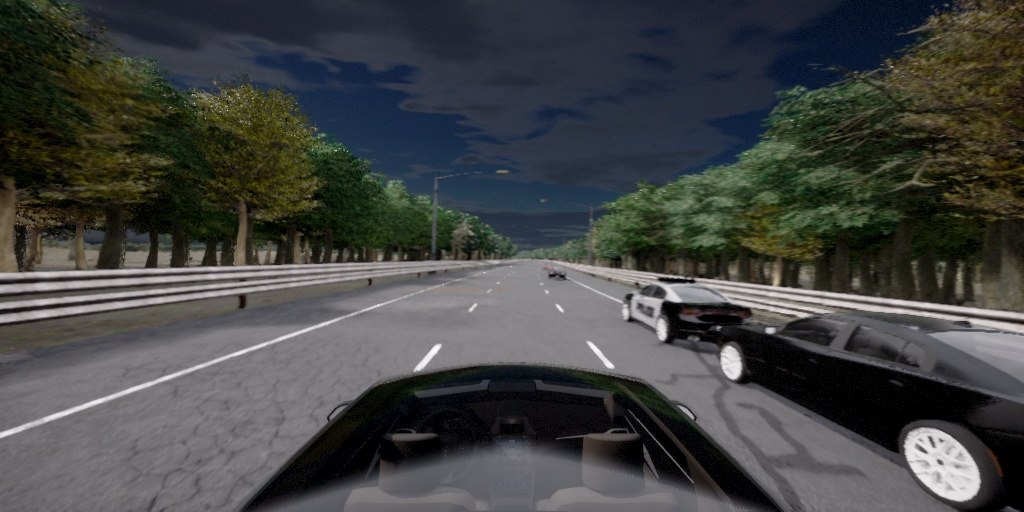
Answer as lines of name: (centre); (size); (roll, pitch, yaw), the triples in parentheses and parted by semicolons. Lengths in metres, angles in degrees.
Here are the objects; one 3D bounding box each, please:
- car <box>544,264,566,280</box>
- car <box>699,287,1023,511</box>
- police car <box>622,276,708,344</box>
car: (4.765, 1.817, 38.776); (1.895, 1.301, 4.718); (2, 0, 4)
car: (4.693, 1.440, 4.575); (1.882, 1.535, 5.008); (2, 0, 0)
police car: (4.742, 1.432, 10.593); (1.930, 1.638, 5.238); (2, 0, 1)
